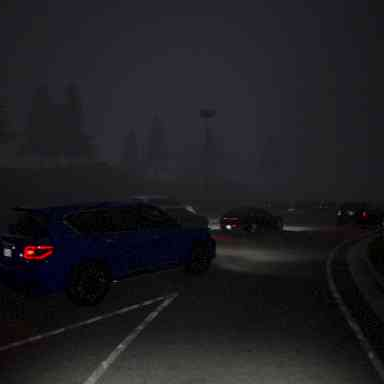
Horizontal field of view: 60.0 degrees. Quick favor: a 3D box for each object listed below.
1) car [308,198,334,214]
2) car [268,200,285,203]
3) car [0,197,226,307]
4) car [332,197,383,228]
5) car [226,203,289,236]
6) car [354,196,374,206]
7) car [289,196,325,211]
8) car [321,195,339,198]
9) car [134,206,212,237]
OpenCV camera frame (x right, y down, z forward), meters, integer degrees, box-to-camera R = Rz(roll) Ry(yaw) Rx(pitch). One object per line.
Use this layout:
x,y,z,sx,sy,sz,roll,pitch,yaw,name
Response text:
15.620,1.723,37.909,2.033,1.411,5.357,0,0,42,car
11.034,1.759,43.272,1.994,1.385,4.181,0,0,42,car
-1.739,1.259,8.396,2.150,2.045,5.566,0,0,42,car
11.881,1.462,23.380,2.097,1.767,4.553,0,0,42,car
3.563,1.592,19.427,1.837,1.490,4.892,0,0,42,car
31.019,1.633,60.073,2.097,1.767,4.553,0,0,42,car
14.642,1.670,42.039,1.882,1.535,5.008,0,0,42,car
23.749,1.488,57.276,2.150,2.045,5.566,0,0,42,car
-0.998,1.611,19.613,1.812,1.442,4.674,0,0,42,car
